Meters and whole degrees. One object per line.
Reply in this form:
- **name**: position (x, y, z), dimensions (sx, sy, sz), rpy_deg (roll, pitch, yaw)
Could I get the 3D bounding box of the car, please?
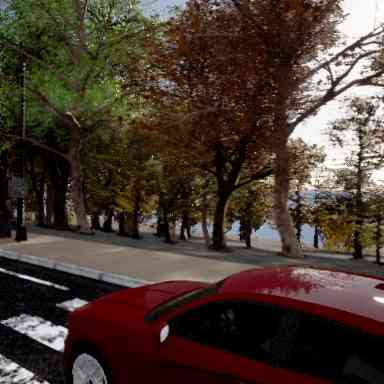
- **car**: position (0.842, 1.473, 3.084), dimensions (5.008, 1.535, 1.882), rpy_deg (0, 0, 35)
